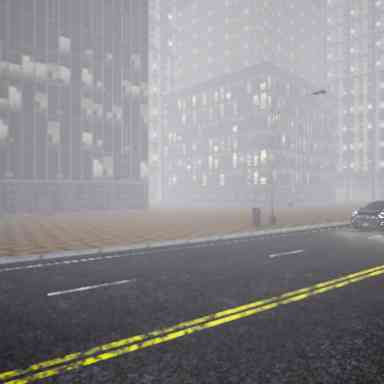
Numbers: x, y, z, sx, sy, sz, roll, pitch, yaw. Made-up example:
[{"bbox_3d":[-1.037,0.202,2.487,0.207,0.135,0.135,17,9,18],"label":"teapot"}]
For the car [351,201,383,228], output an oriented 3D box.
[{"bbox_3d":[12.039,1.355,21.180,4.553,1.767,2.097,0,0,-39],"label":"car"}]
